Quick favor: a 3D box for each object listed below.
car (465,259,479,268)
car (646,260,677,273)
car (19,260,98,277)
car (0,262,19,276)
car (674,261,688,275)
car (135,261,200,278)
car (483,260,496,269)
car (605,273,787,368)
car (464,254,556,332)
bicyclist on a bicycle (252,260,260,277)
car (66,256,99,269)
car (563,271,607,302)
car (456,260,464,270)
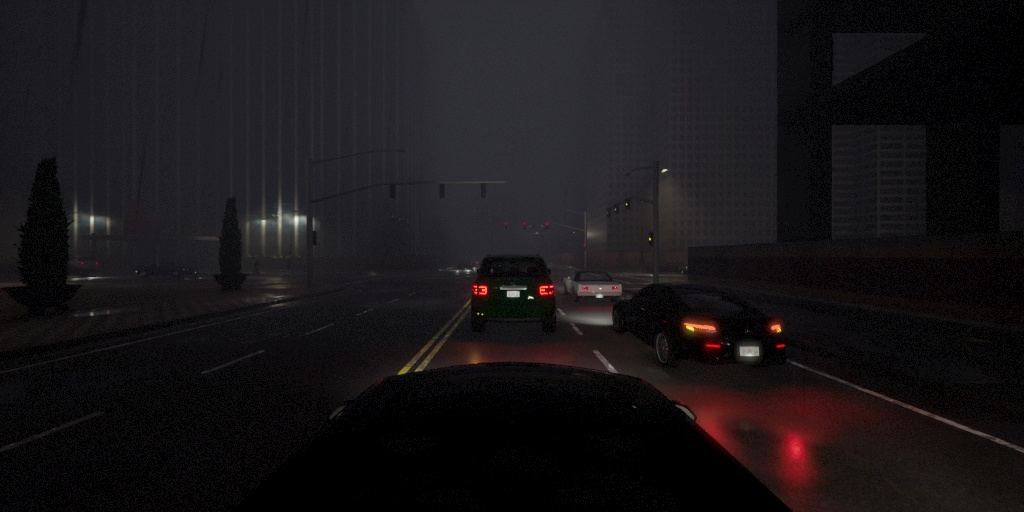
[{"bbox_3d":[-7.028,1.228,63.020,1.882,1.535,5.008,0,0,0],"label":"car"},{"bbox_3d":[17.806,1.228,40.636,5.008,1.535,1.882,0,0,0],"label":"car"},{"bbox_3d":[-41.555,1.314,32.939,4.181,1.385,1.994,0,0,0],"label":"car"},{"bbox_3d":[-50.681,1.314,36.518,4.181,1.385,1.994,0,0,3],"label":"car"},{"bbox_3d":[19.875,1.351,37.123,4.718,1.301,1.895,0,0,1],"label":"car"},{"bbox_3d":[-31.588,1.241,32.987,4.902,1.511,2.128,0,0,0],"label":"car"},{"bbox_3d":[-3.552,1.351,57.465,1.895,1.301,4.718,0,0,0],"label":"car"},{"bbox_3d":[3.589,1.276,7.725,1.812,1.442,4.674,0,0,0],"label":"car"},{"bbox_3d":[0.057,0.971,10.968,2.150,2.045,5.566,0,0,1],"label":"car"},{"bbox_3d":[-24.647,1.203,34.507,0.582,1.620,1.656,0,0,-13],"label":"bicyclist on a bicycle"},{"bbox_3d":[-49.787,0.971,40.068,5.566,2.045,2.150,0,0,0],"label":"car"},{"bbox_3d":[3.593,1.351,16.887,1.895,1.301,4.718,0,0,0],"label":"car"},{"bbox_3d":[-7.062,1.276,53.684,1.812,1.442,4.674,0,0,0],"label":"car"}]
